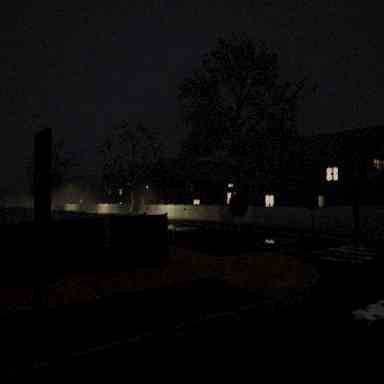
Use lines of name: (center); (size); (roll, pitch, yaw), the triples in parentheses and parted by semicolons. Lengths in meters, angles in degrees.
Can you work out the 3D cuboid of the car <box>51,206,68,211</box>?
car: (-18.925, 2.699, 46.844); (2.033, 1.411, 5.357); (1, -2, -35)
